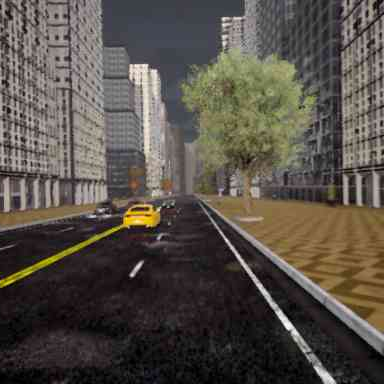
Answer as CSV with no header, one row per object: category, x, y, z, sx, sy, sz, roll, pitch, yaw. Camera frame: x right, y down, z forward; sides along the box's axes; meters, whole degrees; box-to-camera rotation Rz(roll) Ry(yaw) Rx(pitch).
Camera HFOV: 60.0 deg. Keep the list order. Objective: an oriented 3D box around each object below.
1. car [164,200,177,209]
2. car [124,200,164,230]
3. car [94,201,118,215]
car,-3.193,1.722,47.306,1.895,1.301,4.718,-1,0,0
car,-3.192,1.571,21.963,1.882,1.535,5.008,-1,0,0
car,-9.795,1.785,38.082,1.812,1.442,4.674,-1,0,0
